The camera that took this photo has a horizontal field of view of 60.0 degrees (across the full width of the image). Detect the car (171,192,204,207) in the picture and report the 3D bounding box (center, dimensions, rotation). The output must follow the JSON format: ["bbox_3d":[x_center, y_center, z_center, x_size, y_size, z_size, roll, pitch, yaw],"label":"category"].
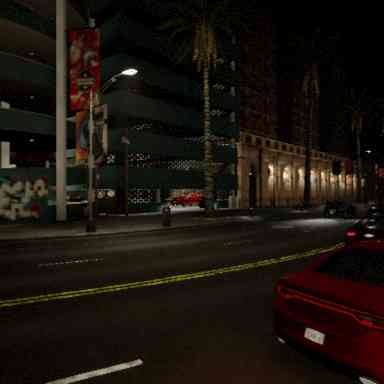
[{"bbox_3d":[-0.523,1.035,46.647,2.435,2.045,5.566,0,0,41],"label":"car"}]

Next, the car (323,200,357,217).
[{"bbox_3d":[13.567,1.498,30.355,2.128,1.511,4.902,0,0,41],"label":"car"}]

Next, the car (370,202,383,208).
[{"bbox_3d":[16.155,1.569,27.999,1.994,1.385,4.181,0,0,41],"label":"car"}]

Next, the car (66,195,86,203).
[{"bbox_3d":[-23.528,1.425,66.062,2.161,1.482,4.786,0,0,41],"label":"car"}]

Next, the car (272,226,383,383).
[{"bbox_3d":[3.449,1.478,5.133,5.008,1.535,1.882,0,0,-33],"label":"car"}]

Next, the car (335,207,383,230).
[{"bbox_3d":[7.793,1.548,13.163,2.033,1.411,5.357,0,0,44],"label":"car"}]
